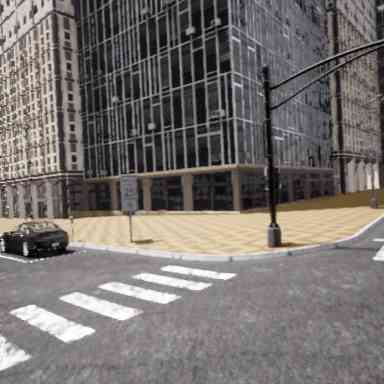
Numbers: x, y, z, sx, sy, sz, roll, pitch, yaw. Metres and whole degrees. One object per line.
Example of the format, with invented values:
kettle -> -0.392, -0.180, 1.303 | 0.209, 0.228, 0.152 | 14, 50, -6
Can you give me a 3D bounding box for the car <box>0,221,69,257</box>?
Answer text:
car -> -7.155, 2.002, 14.961 | 4.403, 1.369, 2.008 | -4, 1, 42
